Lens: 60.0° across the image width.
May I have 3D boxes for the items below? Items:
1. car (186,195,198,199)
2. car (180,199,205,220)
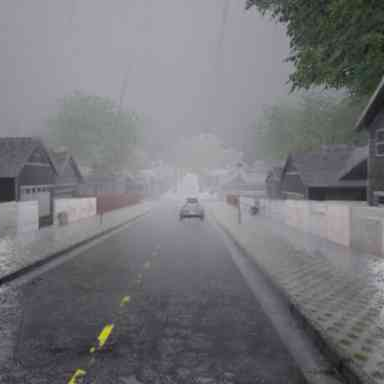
[{"bbox_3d":[0.012,1.237,57.208,1.882,1.535,5.008,0,1,0],"label":"car"},{"bbox_3d":[0.025,1.546,27.608,1.994,1.385,4.181,0,0,0],"label":"car"}]
